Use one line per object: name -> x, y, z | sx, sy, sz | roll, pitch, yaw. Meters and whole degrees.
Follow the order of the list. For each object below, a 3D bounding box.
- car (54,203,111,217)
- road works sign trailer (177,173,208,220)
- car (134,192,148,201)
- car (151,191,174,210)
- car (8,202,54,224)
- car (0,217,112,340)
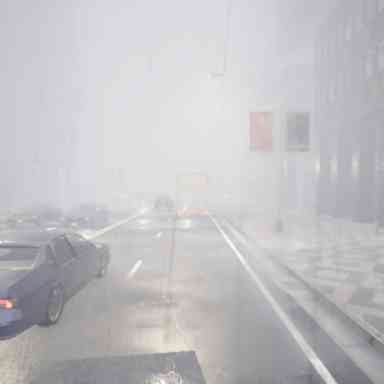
car -> -6.601, 1.411, 21.323 | 2.033, 1.411, 5.357 | 0, 0, 0
road works sign trailer -> 0.057, 0.292, 26.047 | 2.380, 3.560, 2.880 | 0, 0, 0
car -> -9.779, 0.849, 63.538 | 2.097, 1.767, 4.553 | 0, 0, 0
car -> -3.164, 1.072, 38.428 | 2.097, 1.767, 4.553 | 0, 1, 0
car -> -9.848, 1.389, 21.348 | 1.812, 1.442, 4.674 | 0, 0, 0
car -> -3.153, 1.508, 6.872 | 2.033, 1.411, 5.357 | 0, 0, 0
